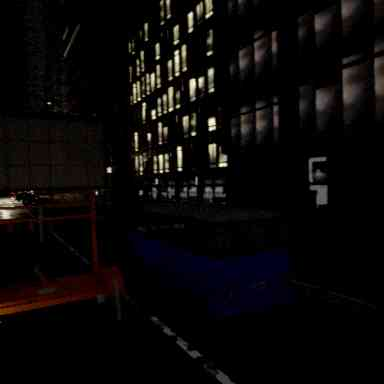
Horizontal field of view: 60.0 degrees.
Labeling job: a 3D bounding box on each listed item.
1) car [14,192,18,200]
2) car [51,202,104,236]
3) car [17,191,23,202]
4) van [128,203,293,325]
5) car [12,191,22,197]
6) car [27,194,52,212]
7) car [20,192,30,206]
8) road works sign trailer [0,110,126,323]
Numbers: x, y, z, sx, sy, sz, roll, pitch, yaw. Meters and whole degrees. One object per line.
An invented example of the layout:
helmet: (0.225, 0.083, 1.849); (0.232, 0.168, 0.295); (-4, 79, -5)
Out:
car: (-28.256, 0.734, 55.967); (1.967, 1.590, 4.097); (-2, 2, -30)
car: (-5.584, 1.297, 16.475); (1.802, 1.307, 4.206); (-2, 2, -30)
car: (-22.586, 0.960, 46.096); (2.008, 1.369, 4.403); (-2, 2, -30)
van: (0.076, 1.155, 6.596); (1.690, 1.788, 3.998); (-2, 2, -30)
car: (-42.422, 0.541, 80.653); (1.887, 1.381, 4.507); (-2, 2, -30)
car: (-14.085, 1.149, 31.287); (1.802, 1.307, 4.206); (-2, 2, -30)
car: (-19.752, 1.015, 41.160); (2.008, 1.369, 4.403); (-2, 2, -30)
road works sign trailer: (-2.788, 0.369, 6.120); (2.380, 3.560, 2.880); (-2, 2, -30)
